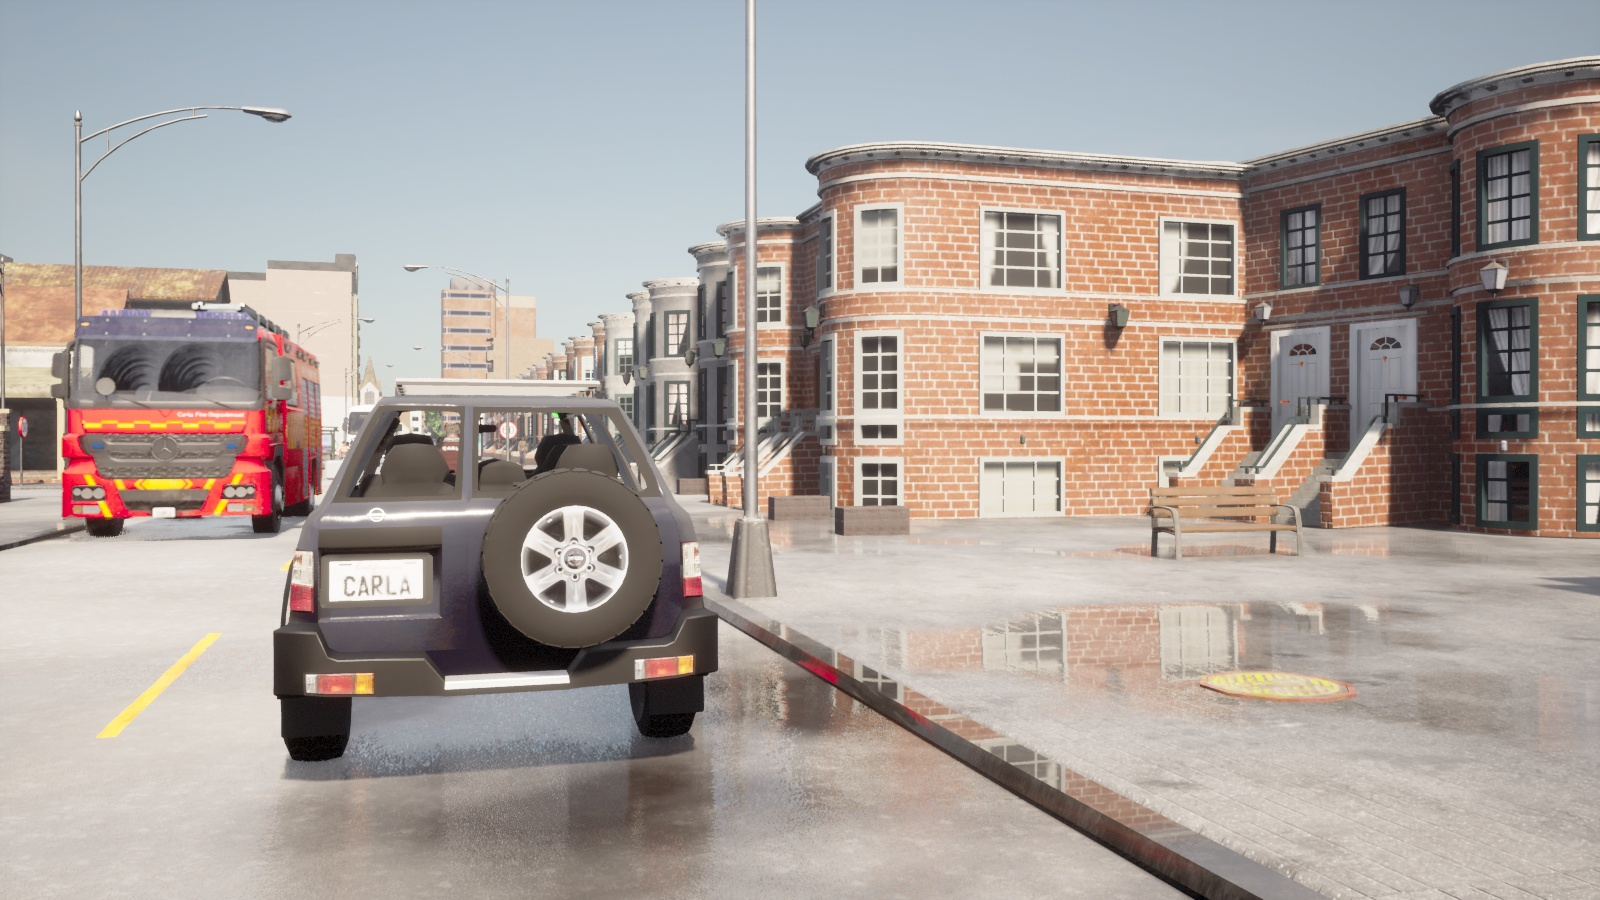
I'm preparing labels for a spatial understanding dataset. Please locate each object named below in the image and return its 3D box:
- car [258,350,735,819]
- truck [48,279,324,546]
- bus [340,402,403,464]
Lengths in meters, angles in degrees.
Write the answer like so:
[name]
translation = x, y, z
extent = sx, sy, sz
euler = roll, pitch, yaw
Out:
[car]
translation = -1.875, 0.518, 7.440
extent = 1.932, 1.855, 4.605
euler = 0, 0, -17
[truck]
translation = -10.502, -0.557, 22.475
extent = 2.891, 3.827, 8.468
euler = 0, 0, -15
[bus]
translation = -31.177, -1.176, 91.738
extent = 3.944, 4.253, 10.273
euler = 0, 0, -17
